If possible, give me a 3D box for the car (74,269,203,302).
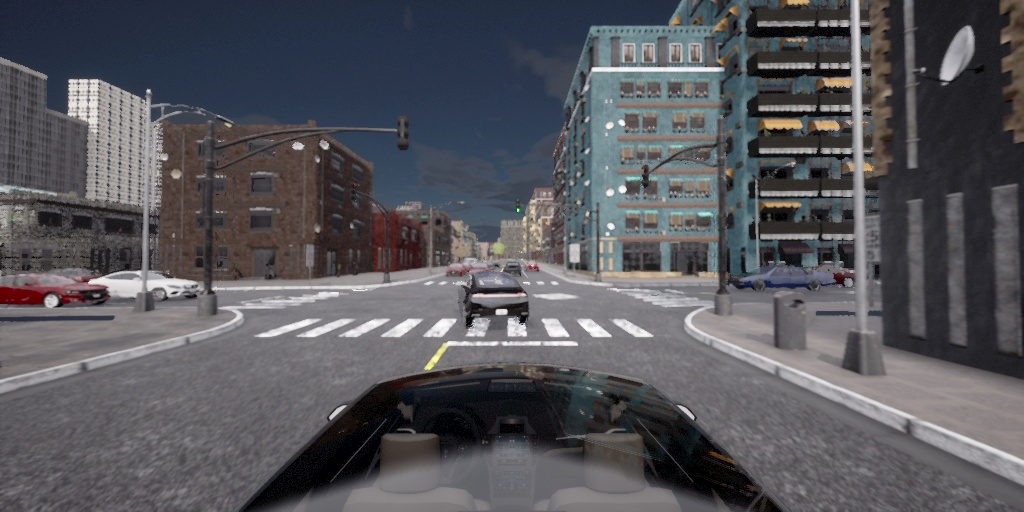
[{"bbox_3d":[-17.831,1.428,17.457,4.674,1.442,1.812,0,-1,1],"label":"car"}]

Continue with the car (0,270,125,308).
[{"bbox_3d":[-19.295,1.401,14.735,4.507,1.381,1.888,0,0,1],"label":"car"}]

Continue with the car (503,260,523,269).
[{"bbox_3d":[0.098,1.359,37.956,1.837,1.490,4.892,0,0,0],"label":"car"}]

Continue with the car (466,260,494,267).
[{"bbox_3d":[-3.092,1.372,35.225,1.812,1.442,4.674,0,0,0],"label":"car"}]

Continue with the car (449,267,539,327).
[{"bbox_3d":[-0.792,1.272,11.849,2.128,1.511,4.902,0,0,-12],"label":"car"}]

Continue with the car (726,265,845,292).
[{"bbox_3d":[15.100,1.245,20.355,5.357,1.411,2.033,0,-1,1],"label":"car"}]

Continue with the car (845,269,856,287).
[{"bbox_3d":[19.475,1.266,22.978,4.507,1.381,1.888,0,0,1],"label":"car"}]

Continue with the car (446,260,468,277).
[{"bbox_3d":[-5.768,1.397,37.445,1.888,1.381,4.507,0,0,0],"label":"car"}]

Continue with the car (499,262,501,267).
[{"bbox_3d":[-3.014,1.528,63.353,1.895,1.301,4.718,0,0,0],"label":"car"}]

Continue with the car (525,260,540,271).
[{"bbox_3d":[2.689,1.325,48.875,1.967,1.591,4.097,0,0,0],"label":"car"}]

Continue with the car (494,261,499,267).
[{"bbox_3d":[-3.086,1.423,45.591,2.033,1.411,5.357,0,0,0],"label":"car"}]

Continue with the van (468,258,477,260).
[{"bbox_3d":[-5.692,1.225,48.814,1.690,1.789,3.998,0,0,0],"label":"van"}]
